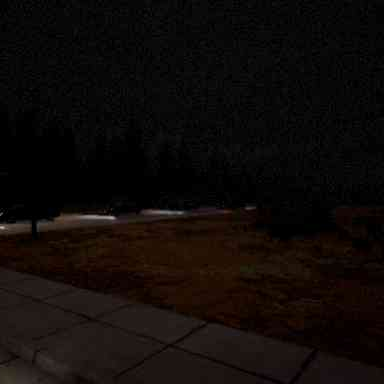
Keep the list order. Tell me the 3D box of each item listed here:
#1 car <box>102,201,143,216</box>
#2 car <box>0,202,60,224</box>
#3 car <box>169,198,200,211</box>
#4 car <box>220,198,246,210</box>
[{"bbox_3d":[-7.135,1.633,34.409,1.812,1.442,4.674,0,0,37],"label":"car"},{"bbox_3d":[-13.058,1.586,26.412,1.882,1.535,5.008,0,0,37],"label":"car"},{"bbox_3d":[-0.920,1.584,42.795,1.882,1.535,5.008,0,0,37],"label":"car"},{"bbox_3d":[5.620,1.600,45.440,1.837,1.490,4.892,0,0,36],"label":"car"}]
